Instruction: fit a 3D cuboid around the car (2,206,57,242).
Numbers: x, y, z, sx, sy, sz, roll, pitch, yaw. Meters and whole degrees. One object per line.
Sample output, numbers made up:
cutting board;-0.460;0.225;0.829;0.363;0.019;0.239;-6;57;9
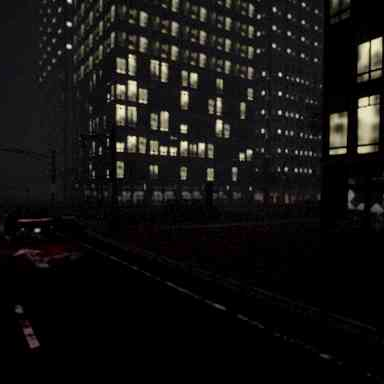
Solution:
car;-7.951;1.449;16.192;2.128;1.511;4.902;0;-1;-34

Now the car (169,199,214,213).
car;-0.023;1.558;37.444;4.829;1.417;1.752;1;0;-33

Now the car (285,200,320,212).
car;14.676;1.767;43.935;4.674;1.442;1.812;1;1;-33

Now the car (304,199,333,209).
car;18.995;1.823;49.877;4.313;1.339;1.947;1;0;-33

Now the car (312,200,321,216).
car;14.147;1.894;36.697;4.206;1.307;1.802;1;0;-33

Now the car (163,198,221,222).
car;-0.011;1.458;27.437;5.009;1.841;2.192;1;0;-33

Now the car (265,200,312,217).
car;9.569;1.783;33.703;4.829;1.417;1.752;1;0;-33
